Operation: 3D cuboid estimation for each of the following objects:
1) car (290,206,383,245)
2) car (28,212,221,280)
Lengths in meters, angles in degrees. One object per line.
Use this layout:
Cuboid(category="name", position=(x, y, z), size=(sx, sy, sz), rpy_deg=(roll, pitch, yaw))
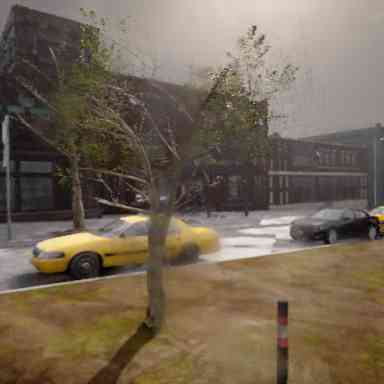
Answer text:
Cuboid(category="car", position=(6.688, 1.472, 15.446), size=(5.008, 1.535, 2.097), rpy_deg=(1, 0, -33))
Cuboid(category="car", position=(-1.650, 1.354, 9.480), size=(5.366, 1.575, 1.946), rpy_deg=(1, 0, -33))
